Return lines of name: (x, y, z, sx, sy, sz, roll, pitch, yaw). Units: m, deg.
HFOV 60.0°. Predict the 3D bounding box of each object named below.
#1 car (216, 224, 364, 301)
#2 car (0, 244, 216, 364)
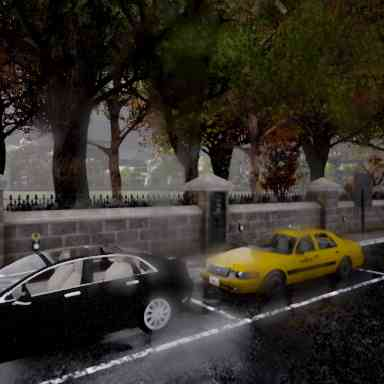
car: (2.417, 1.524, 8.304, 4.829, 1.417, 1.752, 0, 0, -36)
car: (-2.021, 1.550, 5.122, 4.403, 1.369, 2.008, 0, 0, -36)
